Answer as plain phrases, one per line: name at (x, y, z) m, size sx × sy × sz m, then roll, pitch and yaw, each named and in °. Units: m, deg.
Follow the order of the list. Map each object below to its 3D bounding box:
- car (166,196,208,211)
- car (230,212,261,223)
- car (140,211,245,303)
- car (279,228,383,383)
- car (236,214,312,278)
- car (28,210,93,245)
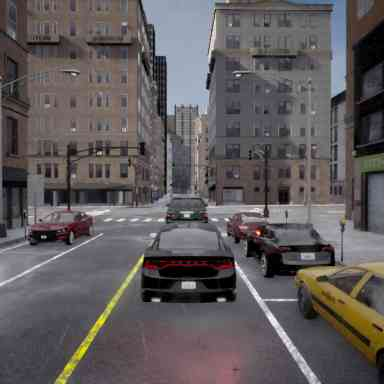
car at (-0.282, 1.215, 18.412) m, size 2.150 × 2.045 × 5.566 m, roll 0°, pitch 0°, yaw -1°
car at (2.633, 1.576, 15.558) m, size 1.802 × 1.307 × 4.206 m, roll -1°, pitch 0°, yaw -1°
car at (-0.078, 1.475, 8.281) m, size 1.882 × 1.535 × 5.008 m, roll 0°, pitch 0°, yaw 0°
car at (2.804, 1.524, 4.558) m, size 1.752 × 1.417 × 4.829 m, roll -1°, pitch 0°, yaw -1°
car at (2.720, 1.562, 9.973) m, size 1.947 × 1.339 × 4.313 m, roll -1°, pitch 0°, yaw -1°
car at (-5.911, 1.539, 15.422) m, size 1.887 × 1.381 × 4.507 m, roll -1°, pitch 0°, yaw -1°
